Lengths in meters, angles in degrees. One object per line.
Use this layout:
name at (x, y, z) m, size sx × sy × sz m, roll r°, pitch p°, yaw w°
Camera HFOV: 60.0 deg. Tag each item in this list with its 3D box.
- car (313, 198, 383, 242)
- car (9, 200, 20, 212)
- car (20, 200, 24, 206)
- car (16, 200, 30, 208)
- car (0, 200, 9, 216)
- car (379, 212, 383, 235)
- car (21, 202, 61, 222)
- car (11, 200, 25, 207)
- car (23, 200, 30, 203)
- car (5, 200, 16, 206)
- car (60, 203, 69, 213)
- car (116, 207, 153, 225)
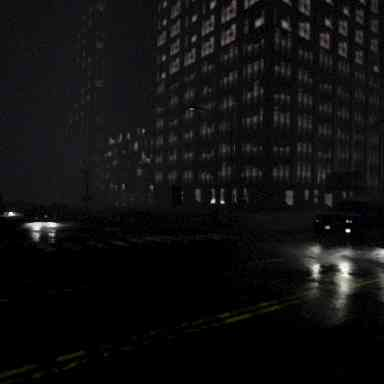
car at (8.948, 1.387, 18.048) m, size 5.566 × 2.045 × 2.150 m, roll 0°, pitch 1°, yaw -36°
car at (-26.621, 2.052, 47.561) m, size 2.128 × 1.511 × 4.902 m, roll 2°, pitch -2°, yaw -36°
car at (-31.597, 2.449, 64.004) m, size 1.802 × 1.307 × 4.206 m, roll 1°, pitch -1°, yaw -36°
car at (-34.931, 2.366, 68.558) m, size 1.967 × 1.590 × 4.097 m, roll 1°, pitch -1°, yaw -36°
car at (-21.689, 1.808, 36.306) m, size 1.967 × 1.590 × 4.097 m, roll 1°, pitch -1°, yaw -36°
car at (10.896, 1.696, 15.454) m, size 4.674 × 1.442 × 1.812 m, roll -1°, pitch 0°, yaw -35°
car at (-13.343, 1.882, 29.306) m, size 1.994 × 1.385 × 4.181 m, roll 2°, pitch -2°, yaw -36°
car at (-38.266, 2.550, 73.107) m, size 1.947 × 1.339 × 4.313 m, roll 1°, pitch -1°, yaw -36°
car at (-28.262, 2.374, 59.453) m, size 1.947 × 1.339 × 4.313 m, roll 1°, pitch -1°, yaw -36°
car at (-44.935, 2.667, 82.211) m, size 1.947 × 1.339 × 4.313 m, roll 1°, pitch -1°, yaw -36°
car at (-18.259, 2.197, 45.798) m, size 1.947 × 1.339 × 4.313 m, roll 1°, pitch -1°, yaw -36°
car at (-4.818, 1.945, 27.669) m, size 2.008 × 1.369 × 4.403 m, roll 1°, pitch -1°, yaw -36°
